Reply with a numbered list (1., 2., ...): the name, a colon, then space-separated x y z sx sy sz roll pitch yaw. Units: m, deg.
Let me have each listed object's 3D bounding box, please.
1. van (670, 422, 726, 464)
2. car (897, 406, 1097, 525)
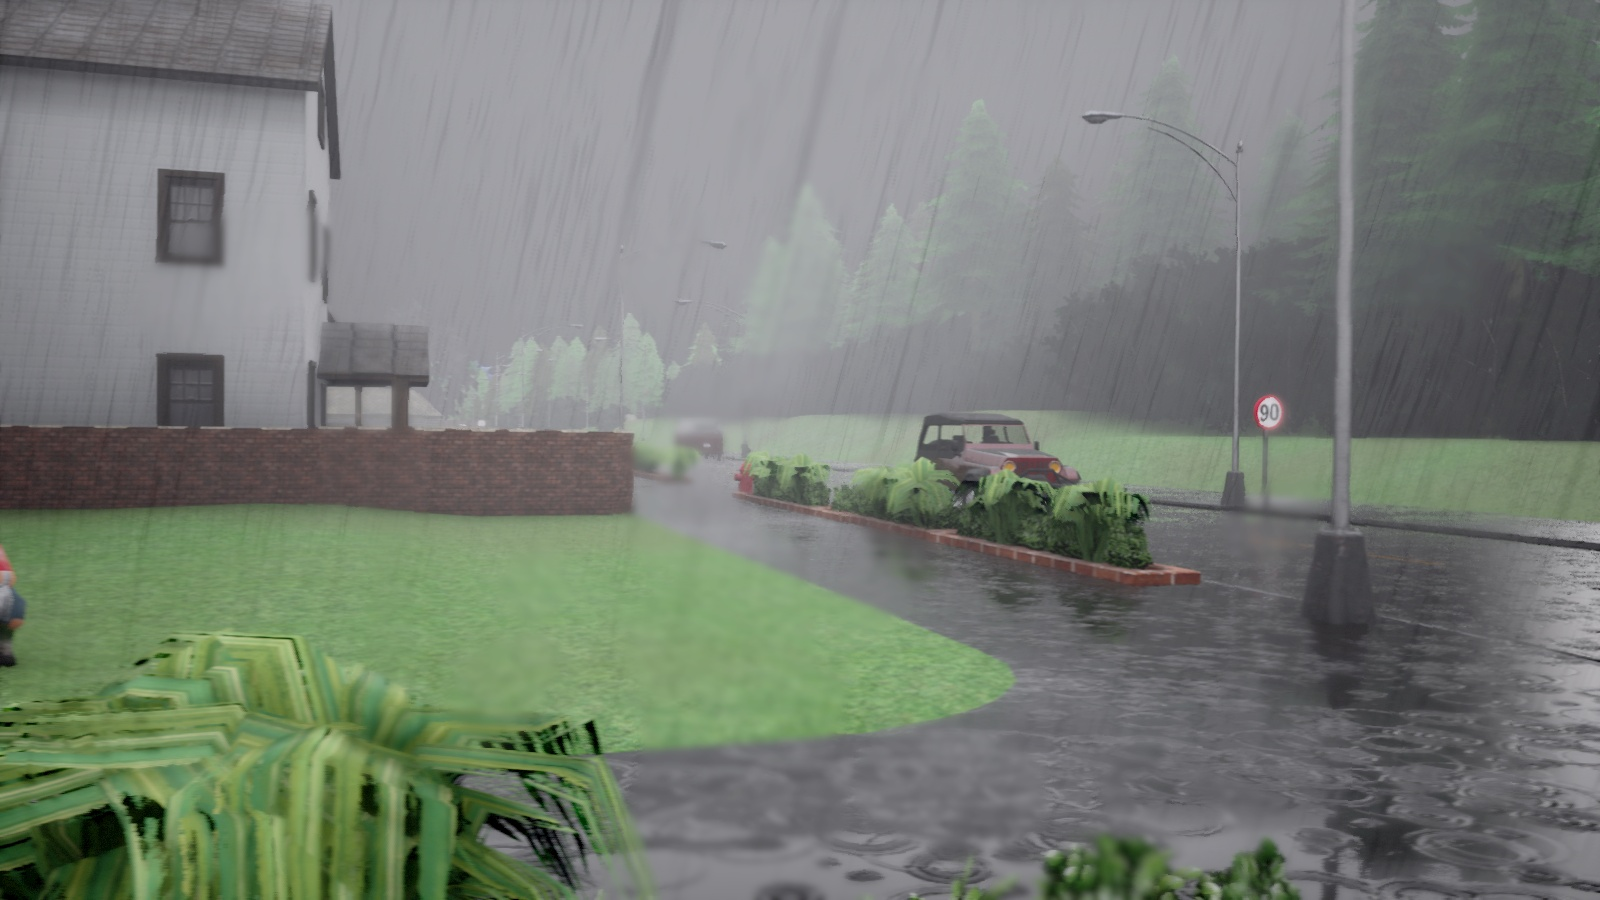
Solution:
1. van: -5.023 -0.367 61.448 1.775 1.987 4.442 -1 1 -18
2. car: 3.321 0.211 21.920 1.905 1.878 3.866 -1 1 -18
